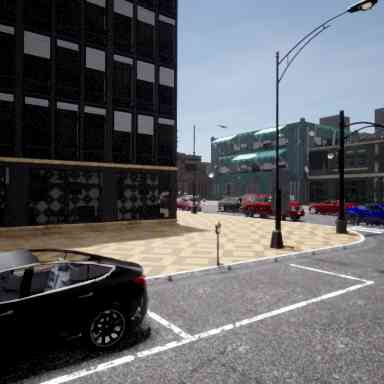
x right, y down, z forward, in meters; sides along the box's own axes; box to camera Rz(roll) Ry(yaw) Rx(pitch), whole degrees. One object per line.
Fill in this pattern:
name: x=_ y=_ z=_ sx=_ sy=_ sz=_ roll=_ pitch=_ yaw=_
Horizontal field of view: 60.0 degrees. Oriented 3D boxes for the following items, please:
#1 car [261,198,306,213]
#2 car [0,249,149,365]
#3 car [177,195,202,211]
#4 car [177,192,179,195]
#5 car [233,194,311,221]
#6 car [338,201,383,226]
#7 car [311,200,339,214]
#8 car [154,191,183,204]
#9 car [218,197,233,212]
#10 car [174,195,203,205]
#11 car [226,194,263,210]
car: x=9.314 y=1.340 z=34.218 sx=1.802 sy=1.307 sz=4.206 roll=1 pitch=0 yaw=-36
car: x=-2.688 y=1.566 z=4.636 sx=4.313 sy=1.339 sz=1.947 roll=0 pitch=0 yaw=-35
car: x=-0.724 y=1.231 z=33.732 sx=1.802 sy=1.307 sz=4.206 roll=1 pitch=0 yaw=-36
car: x=-3.269 y=1.069 z=41.573 sx=1.837 sy=1.490 sz=4.892 roll=0 pitch=0 yaw=-36
car: x=5.845 y=1.101 z=24.789 sx=2.192 sy=1.841 sz=5.009 roll=1 pitch=0 yaw=-36
car: x=11.581 y=1.435 z=20.146 sx=1.812 sy=1.442 sz=4.674 roll=1 pitch=1 yaw=-26
car: x=12.595 y=1.371 z=29.747 sx=1.887 sy=1.381 sz=4.507 roll=1 pitch=0 yaw=-36
car: x=-3.806 y=0.794 z=52.103 sx=2.192 sy=1.841 sz=5.009 roll=1 pitch=0 yaw=-36
car: x=4.427 y=1.232 z=31.076 sx=1.837 sy=1.490 sz=4.892 roll=0 pitch=0 yaw=-36
car: x=-0.530 y=1.101 z=47.632 sx=2.008 sy=1.369 sz=4.403 roll=1 pitch=0 yaw=-36
car: x=6.034 y=1.130 z=38.690 sx=1.967 sy=1.590 sz=4.097 roll=1 pitch=0 yaw=-36
